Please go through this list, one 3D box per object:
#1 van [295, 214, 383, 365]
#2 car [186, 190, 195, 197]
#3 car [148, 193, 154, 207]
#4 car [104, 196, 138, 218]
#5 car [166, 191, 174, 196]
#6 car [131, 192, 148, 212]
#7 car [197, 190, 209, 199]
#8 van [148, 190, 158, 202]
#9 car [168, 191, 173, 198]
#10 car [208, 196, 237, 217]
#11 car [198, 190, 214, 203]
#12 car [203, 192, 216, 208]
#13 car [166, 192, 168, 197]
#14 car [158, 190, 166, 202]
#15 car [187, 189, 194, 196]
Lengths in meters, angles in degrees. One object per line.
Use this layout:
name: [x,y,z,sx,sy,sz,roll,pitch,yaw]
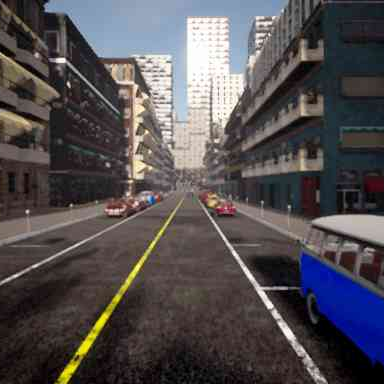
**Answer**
van: [2.663,1.277,4.241,1.690,1.788,3.998,-1,1,0]
car: [-0.391,0.457,83.236,1.837,1.490,4.892,0,1,0]
car: [-5.841,1.101,37.843,2.008,1.369,4.403,-1,1,0]
car: [-5.787,1.271,26.641,1.802,1.307,4.206,-1,1,0]
car: [-6.141,0.412,93.859,2.008,1.369,4.403,-1,1,0]
car: [-5.816,1.060,32.240,1.967,1.590,4.097,-1,1,0]
car: [2.342,0.419,71.461,2.192,1.841,5.009,-1,1,0]
van: [-5.872,0.822,43.442,1.690,1.788,3.998,-1,1,0]
car: [-6.061,0.649,77.054,1.802,1.307,4.206,-1,1,0]
car: [2.560,1.239,26.651,1.802,1.307,4.206,-1,1,0]
car: [2.448,0.695,49.054,2.192,1.841,5.009,-1,1,0]
car: [2.505,1.042,38.024,1.752,1.417,4.829,-1,1,0]
car: [-5.988,0.825,60.249,2.008,1.369,4.403,-1,1,0]
car: [-5.948,0.658,54.645,2.192,1.841,5.009,-1,1,0]
car: [-0.439,0.103,93.243,2.097,1.767,4.553,0,1,0]
